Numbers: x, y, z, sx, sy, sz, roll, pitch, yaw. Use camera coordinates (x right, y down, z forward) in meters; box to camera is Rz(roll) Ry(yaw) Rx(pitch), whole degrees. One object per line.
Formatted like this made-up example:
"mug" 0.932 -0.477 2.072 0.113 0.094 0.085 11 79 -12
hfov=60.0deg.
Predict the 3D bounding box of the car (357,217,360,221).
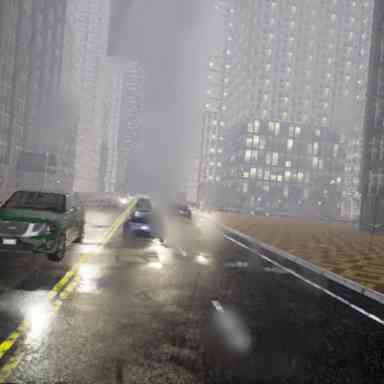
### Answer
"car" 33.566 5.165 62.320 5.008 1.535 1.882 5 0 -9

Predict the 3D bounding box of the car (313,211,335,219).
"car" 26.484 4.492 66.971 4.097 1.590 1.967 5 0 -9

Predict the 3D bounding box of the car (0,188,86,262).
"car" -5.025 0.916 11.245 2.150 2.045 5.566 5 -1 -8

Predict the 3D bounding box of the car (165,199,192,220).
"car" -1.204 1.749 31.138 1.994 1.385 4.181 5 0 -8

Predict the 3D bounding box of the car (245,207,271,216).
"car" 11.128 3.233 55.933 4.403 1.369 2.008 5 0 -9

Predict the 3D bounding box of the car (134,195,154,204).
"car" -5.226 1.385 36.450 1.882 1.535 5.008 5 -1 -8

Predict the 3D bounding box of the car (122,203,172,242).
"car" -2.337 1.524 16.461 1.994 1.385 4.181 5 -1 -8

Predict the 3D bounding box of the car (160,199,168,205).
"car" -3.560 1.674 47.406 1.812 1.442 4.674 4 -1 -8
